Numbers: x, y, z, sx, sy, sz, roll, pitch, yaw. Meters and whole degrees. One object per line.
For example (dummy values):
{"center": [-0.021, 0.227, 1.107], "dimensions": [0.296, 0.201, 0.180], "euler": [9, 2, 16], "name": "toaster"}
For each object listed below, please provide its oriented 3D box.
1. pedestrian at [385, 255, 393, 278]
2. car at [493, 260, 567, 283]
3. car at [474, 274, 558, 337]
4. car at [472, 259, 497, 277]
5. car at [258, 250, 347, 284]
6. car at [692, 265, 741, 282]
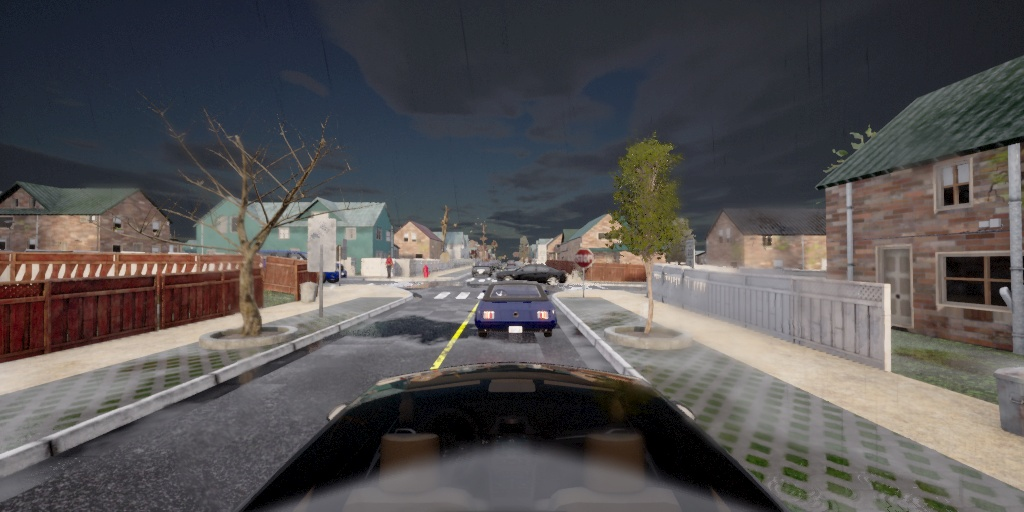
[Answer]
{"center": [-9.682, 0.796, 28.264], "dimensions": [0.375, 1.860, 0.375], "euler": [0, -2, 0], "name": "pedestrian"}
{"center": [1.379, 1.331, 25.368], "dimensions": [5.008, 1.535, 1.882], "euler": [2, -1, 0], "name": "car"}
{"center": [0.081, 1.355, 10.239], "dimensions": [1.895, 1.301, 4.718], "euler": [0, 0, 0], "name": "car"}
{"center": [-2.916, 1.283, 35.874], "dimensions": [2.128, 1.511, 4.902], "euler": [0, 0, 0], "name": "car"}
{"center": [-13.368, 0.697, 22.423], "dimensions": [5.566, 2.045, 2.150], "euler": [1, -1, -1], "name": "car"}
{"center": [14.755, 1.507, 25.392], "dimensions": [4.553, 1.767, 2.097], "euler": [1, -1, 0], "name": "car"}
